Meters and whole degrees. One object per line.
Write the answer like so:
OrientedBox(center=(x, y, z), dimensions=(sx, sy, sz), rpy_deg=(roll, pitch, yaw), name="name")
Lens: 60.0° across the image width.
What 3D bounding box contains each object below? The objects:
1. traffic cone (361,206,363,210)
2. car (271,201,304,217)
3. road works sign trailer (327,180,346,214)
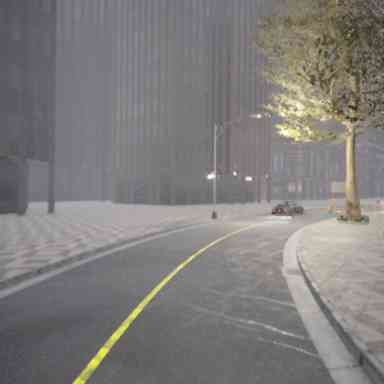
OrientedBox(center=(22.589, 2.026, 44.211), dimensions=(0.340, 0.580, 0.340), rpy_deg=(0, 0, 43), name="traffic cone")
OrientedBox(center=(9.361, 1.597, 32.429), dimensions=(1.994, 1.385, 4.181), rpy_deg=(0, 0, 39), name="car")
OrientedBox(center=(15.974, 0.522, 35.334), dimensions=(2.380, 3.560, 2.880), rpy_deg=(0, 0, 43), name="road works sign trailer")
